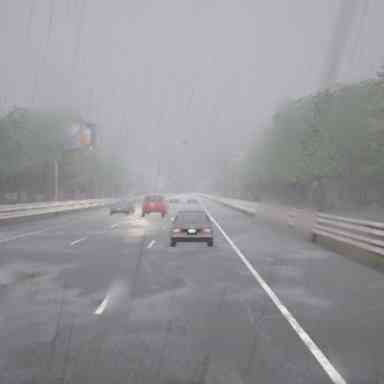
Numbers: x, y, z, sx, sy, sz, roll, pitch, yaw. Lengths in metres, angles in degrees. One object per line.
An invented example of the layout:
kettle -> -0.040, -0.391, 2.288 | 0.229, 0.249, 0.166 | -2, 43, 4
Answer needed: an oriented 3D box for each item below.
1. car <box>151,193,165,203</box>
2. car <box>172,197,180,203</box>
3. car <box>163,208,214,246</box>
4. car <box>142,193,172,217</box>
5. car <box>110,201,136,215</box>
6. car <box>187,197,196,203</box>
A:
car -> -7.019, 1.266, 69.105 | 2.150, 2.045, 5.566 | 0, 0, 0
car -> -3.521, 1.641, 69.337 | 1.895, 1.301, 4.718 | 0, 0, 0
car -> -0.003, 1.558, 15.345 | 2.033, 1.411, 5.357 | 0, 0, 0
car -> -3.495, 1.259, 32.189 | 2.150, 2.045, 5.566 | 0, 0, 0
car -> -6.980, 1.601, 33.867 | 1.994, 1.385, 4.181 | 0, 0, 0
car -> -0.021, 1.641, 69.423 | 1.895, 1.301, 4.718 | 0, 0, 0
